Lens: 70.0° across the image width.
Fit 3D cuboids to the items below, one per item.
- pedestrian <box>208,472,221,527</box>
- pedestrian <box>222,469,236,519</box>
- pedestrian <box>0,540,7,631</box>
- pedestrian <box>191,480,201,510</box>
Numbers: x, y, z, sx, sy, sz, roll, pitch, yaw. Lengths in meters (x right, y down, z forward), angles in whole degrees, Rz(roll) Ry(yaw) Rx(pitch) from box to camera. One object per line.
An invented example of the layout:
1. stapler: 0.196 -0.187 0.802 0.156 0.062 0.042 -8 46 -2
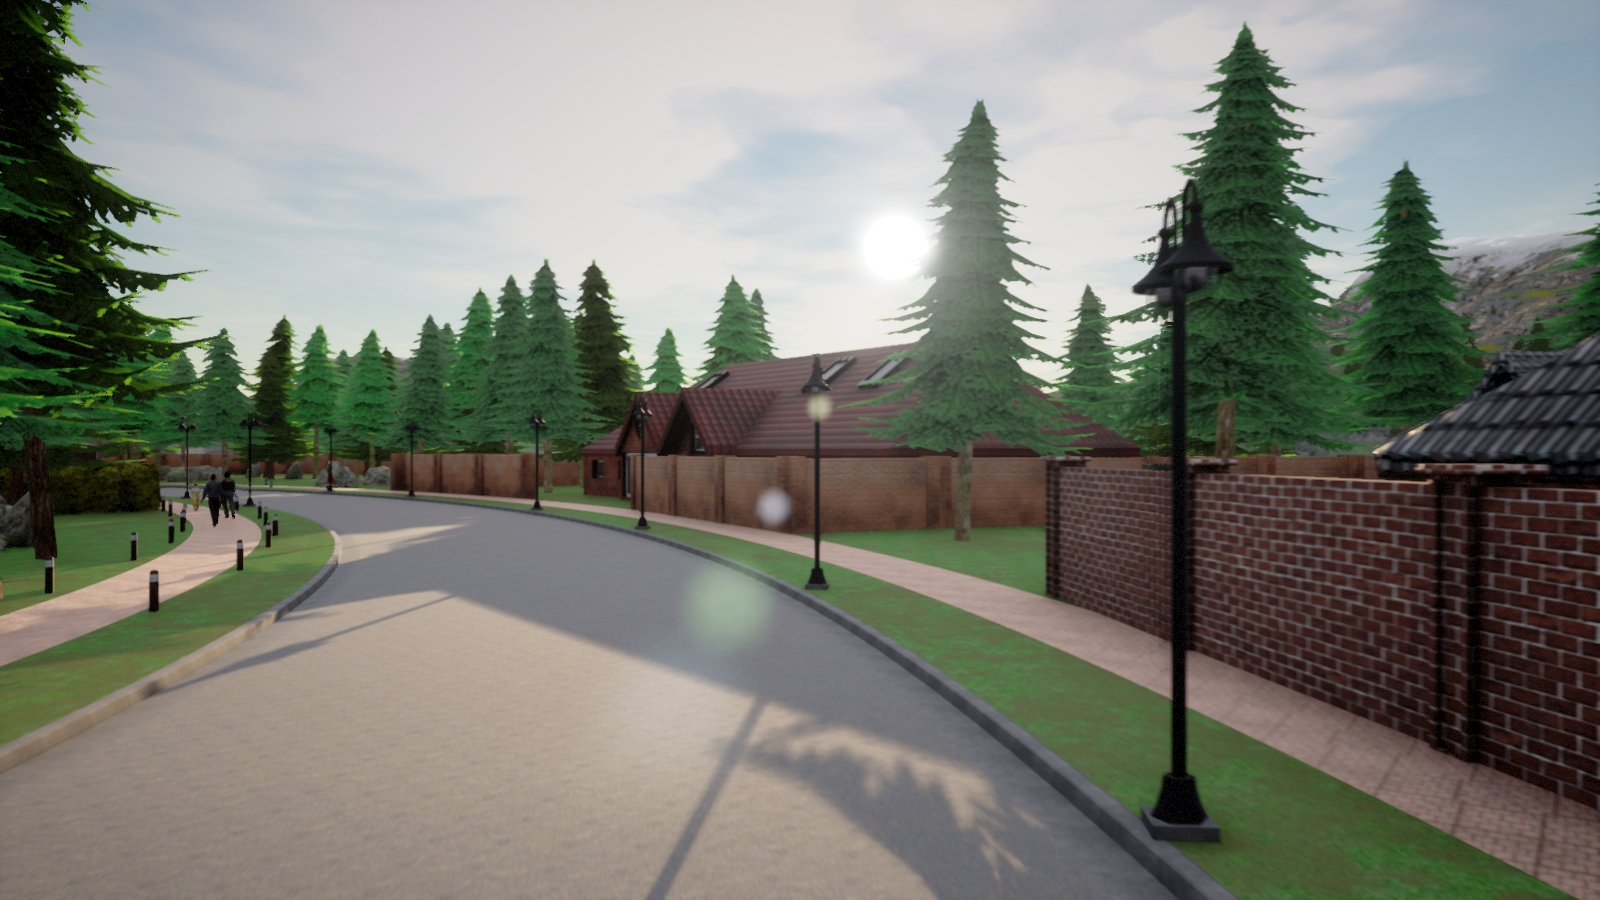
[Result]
1. pedestrian: -19.932 1.672 38.897 0.375 1.860 0.375 0 0 -31
2. pedestrian: -21.783 1.673 43.574 0.375 1.860 0.375 0 0 -44
3. pedestrian: -11.641 1.949 16.334 0.375 1.300 0.375 0 0 -10
4. pedestrian: -26.182 1.955 49.530 0.375 1.300 0.375 0 0 -31
